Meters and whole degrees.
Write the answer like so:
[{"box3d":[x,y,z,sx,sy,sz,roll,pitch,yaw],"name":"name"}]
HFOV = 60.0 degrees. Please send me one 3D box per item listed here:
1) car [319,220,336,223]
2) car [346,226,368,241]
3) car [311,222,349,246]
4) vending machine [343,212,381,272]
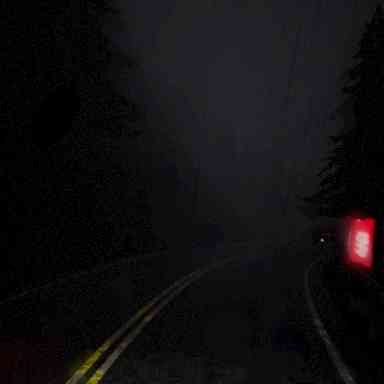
[{"box3d":[16.431,4.503,40.606,2.150,2.045,5.566,0,-5,33],"name":"car"},{"box3d":[19.327,4.810,38.858,1.837,1.490,4.892,0,-5,32],"name":"car"},{"box3d":[10.273,3.324,24.915,1.837,1.490,4.892,0,-6,33],"name":"car"},{"box3d":[6.742,1.942,13.234,1.100,2.100,0.880,6,2,26],"name":"vending machine"}]
